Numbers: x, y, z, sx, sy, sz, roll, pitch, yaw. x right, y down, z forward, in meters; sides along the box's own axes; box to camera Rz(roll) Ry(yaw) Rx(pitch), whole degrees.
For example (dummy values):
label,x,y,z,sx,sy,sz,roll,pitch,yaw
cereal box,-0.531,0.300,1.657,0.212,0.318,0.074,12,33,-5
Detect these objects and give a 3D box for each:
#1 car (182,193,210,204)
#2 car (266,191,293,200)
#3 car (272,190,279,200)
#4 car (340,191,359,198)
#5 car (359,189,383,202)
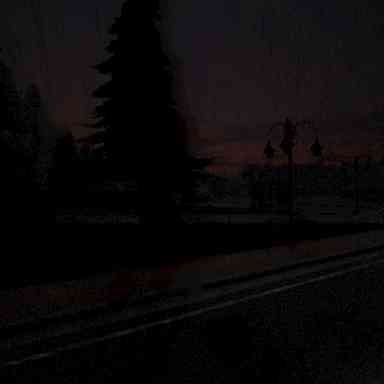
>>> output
label,x,y,z,sx,sy,sz,roll,pitch,yaw
car,0.558,0.837,52.329,2.150,2.045,5.566,-1,0,-36
car,17.063,0.673,65.128,2.152,1.636,5.027,-1,1,-36
car,14.540,0.723,63.264,2.007,1.523,4.514,-1,1,-36
car,31.163,0.508,65.757,1.845,1.501,3.633,-1,1,-36
car,27.782,0.729,49.846,1.970,1.475,3.806,-1,1,-36
